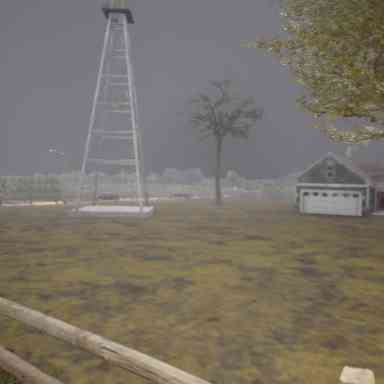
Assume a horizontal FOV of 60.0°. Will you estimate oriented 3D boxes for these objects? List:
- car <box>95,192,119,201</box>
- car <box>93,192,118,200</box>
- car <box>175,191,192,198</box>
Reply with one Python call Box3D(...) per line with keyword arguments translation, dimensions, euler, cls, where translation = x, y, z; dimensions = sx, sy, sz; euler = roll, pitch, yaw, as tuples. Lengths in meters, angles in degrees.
Box3D(translation=(-14.815, 0.742, 57.826), dimensions=(2.128, 1.511, 4.902), euler=(2, 2, 34), cls="car")
Box3D(translation=(-15.919, 0.699, 61.140), dimensions=(1.994, 1.385, 4.181), euler=(2, 2, 35), cls="car")
Box3D(translation=(-1.945, 0.546, 76.649), dimensions=(1.882, 1.535, 5.008), euler=(2, 2, 34), cls="car")
